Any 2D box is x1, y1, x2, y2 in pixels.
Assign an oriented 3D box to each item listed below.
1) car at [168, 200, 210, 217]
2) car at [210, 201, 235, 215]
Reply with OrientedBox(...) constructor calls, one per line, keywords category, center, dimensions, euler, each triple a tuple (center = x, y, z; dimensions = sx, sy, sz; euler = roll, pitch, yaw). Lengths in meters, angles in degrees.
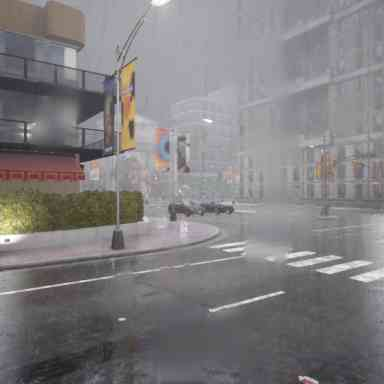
OrientedBox(category="car", center=(-0.624, 1.525, 32.087), dimensions=(1.812, 1.442, 4.674), euler=(0, 0, -35))
OrientedBox(category="car", center=(2.227, 1.601, 34.117), dimensions=(1.895, 1.301, 4.718), euler=(0, 0, -35))
